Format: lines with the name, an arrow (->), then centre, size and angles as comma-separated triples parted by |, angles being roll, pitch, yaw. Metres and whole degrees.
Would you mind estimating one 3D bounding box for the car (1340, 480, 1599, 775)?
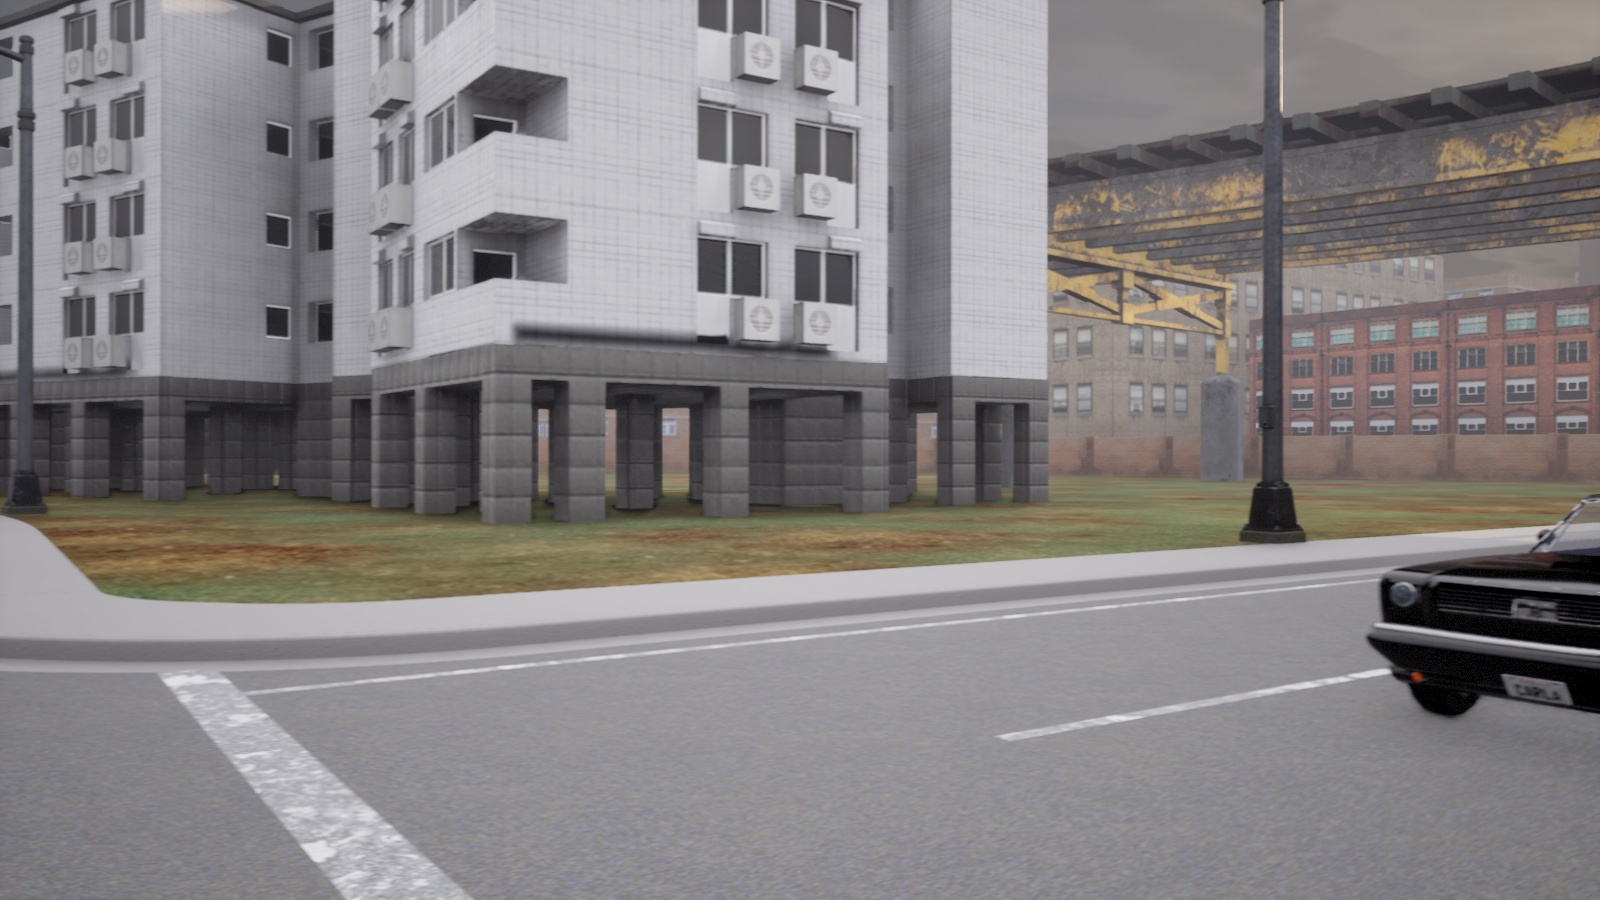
car -> 5.453, 0.853, 7.436 | 4.718, 1.301, 1.895 | 0, 0, -34
